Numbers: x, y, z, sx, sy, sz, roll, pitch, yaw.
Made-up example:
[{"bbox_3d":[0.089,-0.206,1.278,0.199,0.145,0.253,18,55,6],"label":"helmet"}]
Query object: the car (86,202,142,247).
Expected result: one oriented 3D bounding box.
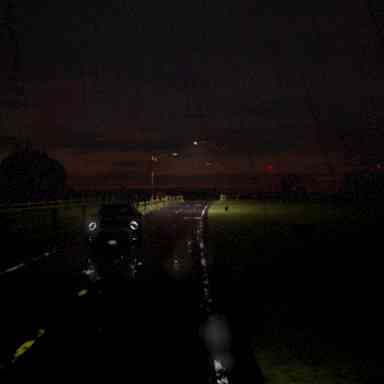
[{"bbox_3d":[-3.288,1.289,14.662,2.097,1.767,4.553,0,0,-8],"label":"car"}]
